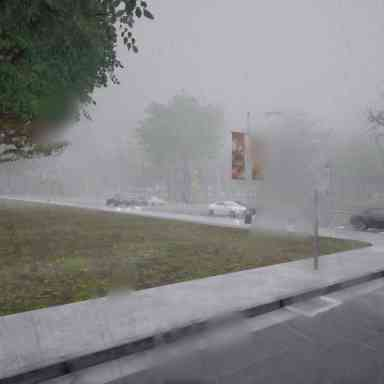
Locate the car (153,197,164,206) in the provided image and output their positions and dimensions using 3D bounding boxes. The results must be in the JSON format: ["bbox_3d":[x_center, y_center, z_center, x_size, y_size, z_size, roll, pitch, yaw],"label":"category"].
[{"bbox_3d":[-6.318,1.489,54.616,1.812,1.442,4.674,0,0,-36],"label":"car"}]

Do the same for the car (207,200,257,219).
[{"bbox_3d":[3.215,1.509,29.680,1.812,1.442,4.674,0,0,-35],"label":"car"}]

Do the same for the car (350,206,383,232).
[{"bbox_3d":[10.945,1.524,18.100,1.812,1.442,4.674,0,0,-28],"label":"car"}]

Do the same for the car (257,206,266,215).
[{"bbox_3d":[4.803,1.525,33.078,2.033,1.411,5.357,0,0,-35],"label":"car"}]

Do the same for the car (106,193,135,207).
[{"bbox_3d":[-11.130,1.198,49.962,2.150,2.045,5.566,0,0,-35],"label":"car"}]

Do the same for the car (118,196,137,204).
[{"bbox_3d":[-12.312,1.486,63.028,1.812,1.442,4.674,0,0,-35],"label":"car"}]

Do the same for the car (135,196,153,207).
[{"bbox_3d":[-8.524,1.475,51.906,1.837,1.490,4.892,0,-1,-35],"label":"car"}]
